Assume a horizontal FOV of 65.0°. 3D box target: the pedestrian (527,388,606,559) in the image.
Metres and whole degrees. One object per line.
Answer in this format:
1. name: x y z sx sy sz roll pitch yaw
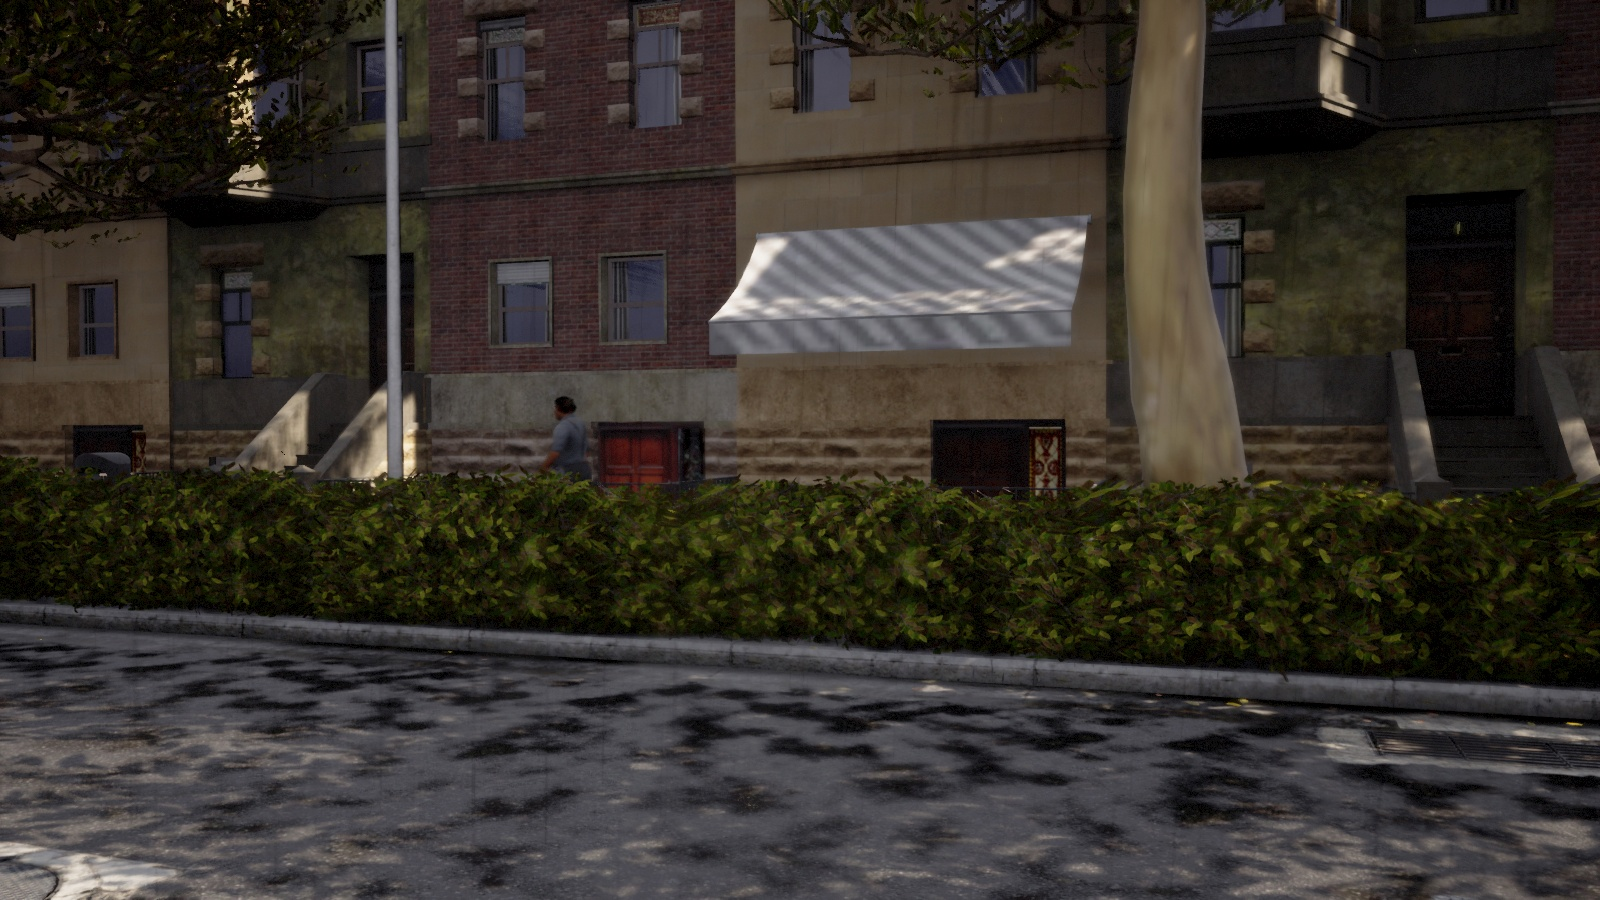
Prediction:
1. pedestrian: -2.579 0.251 13.898 0.694 1.848 0.540 0 1 13
